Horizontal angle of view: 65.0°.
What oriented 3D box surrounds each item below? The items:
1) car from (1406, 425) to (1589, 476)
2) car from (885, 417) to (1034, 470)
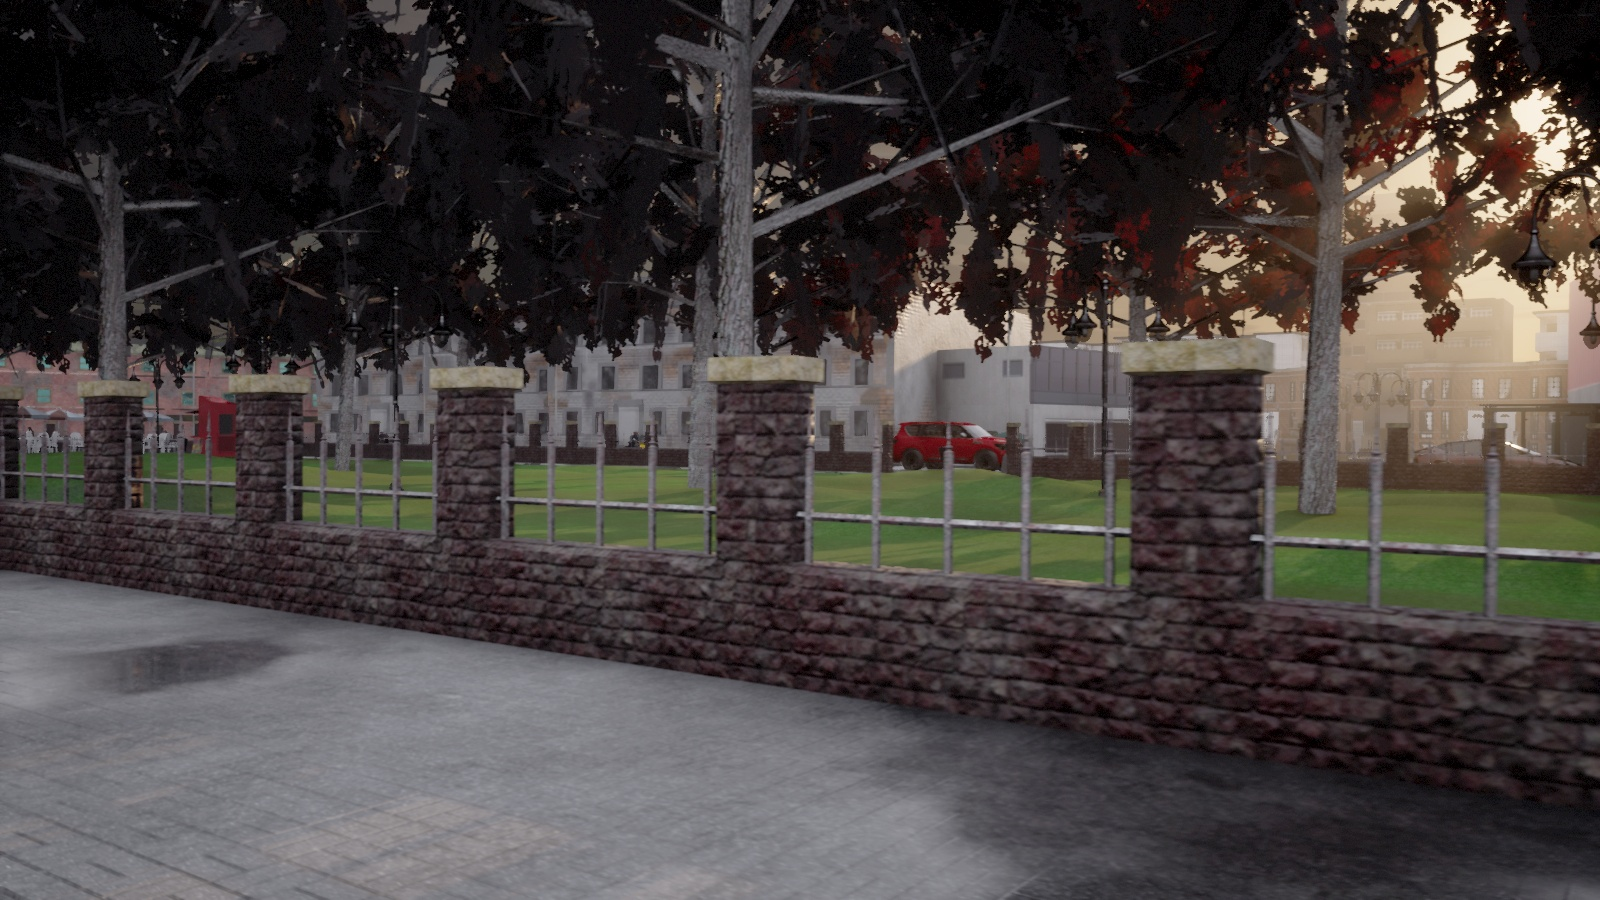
[{"bbox_3d":[21.843,0.006,39.382,4.792,1.488,2.163,0,1,35],"label":"car"},{"bbox_3d":[6.345,-0.246,50.312,5.566,2.045,2.150,0,1,35],"label":"car"}]
